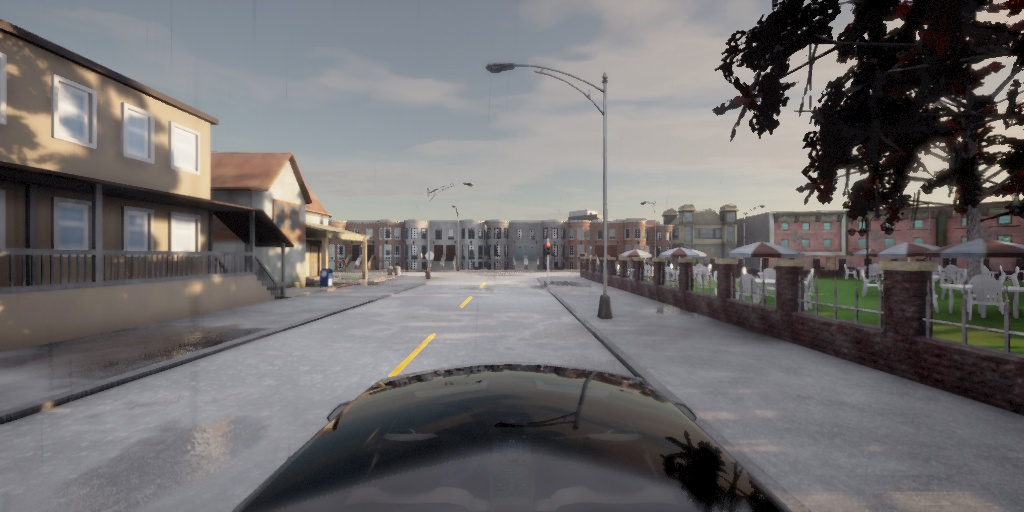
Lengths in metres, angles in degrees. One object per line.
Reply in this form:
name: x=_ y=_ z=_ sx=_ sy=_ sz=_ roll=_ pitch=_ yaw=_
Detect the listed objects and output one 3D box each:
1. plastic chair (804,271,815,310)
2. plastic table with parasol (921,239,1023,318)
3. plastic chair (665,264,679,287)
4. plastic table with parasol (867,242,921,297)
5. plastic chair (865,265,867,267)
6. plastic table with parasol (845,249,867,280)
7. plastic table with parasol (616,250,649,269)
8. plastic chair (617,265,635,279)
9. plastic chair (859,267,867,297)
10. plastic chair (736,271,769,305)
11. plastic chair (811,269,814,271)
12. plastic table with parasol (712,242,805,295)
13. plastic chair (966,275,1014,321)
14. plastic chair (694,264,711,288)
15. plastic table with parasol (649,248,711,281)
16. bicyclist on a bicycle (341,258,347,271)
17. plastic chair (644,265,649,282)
plastic chair: x=10.705 y=1.308 z=13.391 sx=0.750 sy=1.272 sz=0.730 roll=0 pitch=0 yaw=-40
plastic table with parasol: x=15.292 y=0.693 z=11.649 sx=2.482 sy=2.480 sz=2.482 roll=0 pitch=0 yaw=-40
plastic chair: x=9.710 y=1.307 z=21.928 sx=0.730 sy=1.272 sz=0.750 roll=0 pitch=0 yaw=-35
plastic table with parasol: x=17.938 y=0.619 z=16.069 sx=2.482 sy=2.480 sz=2.482 roll=0 pitch=0 yaw=-39
plastic chair: x=27.250 y=1.266 z=27.157 sx=0.730 sy=1.272 sz=0.750 roll=0 pitch=0 yaw=-32
plastic table with parasol: x=28.263 y=0.629 z=28.103 sx=2.482 sy=2.480 sz=2.482 roll=0 pitch=0 yaw=-38
plastic table with parasol: x=9.683 y=0.734 z=28.060 sx=2.482 sy=2.480 sz=2.482 roll=0 pitch=0 yaw=-40
plastic chair: x=8.710 y=1.338 z=27.158 sx=0.730 sy=1.272 sz=0.750 roll=0 pitch=0 yaw=-35
plastic chair: x=17.189 y=1.293 z=17.077 sx=0.750 sy=1.272 sz=0.730 roll=0 pitch=0 yaw=-41
plastic chair: x=8.999 y=1.314 z=13.488 sx=0.730 sy=1.272 sz=0.750 roll=0 pitch=0 yaw=-35
plastic chair: x=15.426 y=1.292 z=18.881 sx=0.750 sy=1.272 sz=0.730 roll=0 pitch=0 yaw=-40
plastic table with parasol: x=9.972 y=0.682 z=14.388 sx=2.482 sy=2.480 sz=2.482 roll=0 pitch=0 yaw=-40
plastic chair: x=14.318 y=1.304 z=10.747 sx=0.730 sy=1.272 sz=0.750 roll=0 pitch=0 yaw=-35
plastic chair: x=11.416 y=1.300 z=21.831 sx=0.750 sy=1.272 sz=0.730 roll=0 pitch=0 yaw=-40
plastic table with parasol: x=10.683 y=0.703 z=22.830 sx=2.482 sy=2.480 sz=2.482 roll=0 pitch=0 yaw=-40
bicyclist on a bicycle: x=-21.795 y=1.097 z=46.435 sx=0.582 sy=1.620 sz=1.656 roll=0 pitch=0 yaw=0
plastic chair: x=10.416 y=1.337 z=27.061 sx=0.750 sy=1.272 sz=0.730 roll=0 pitch=0 yaw=-40
